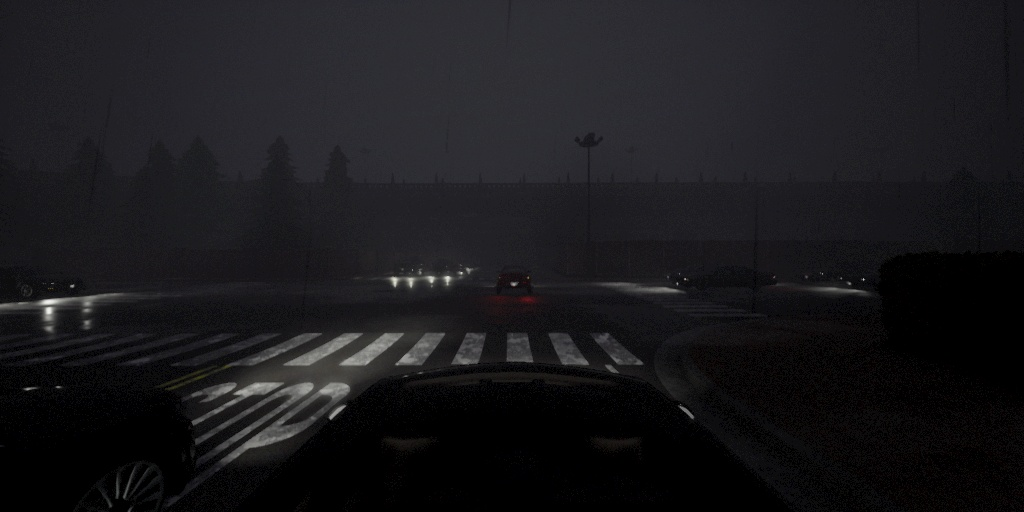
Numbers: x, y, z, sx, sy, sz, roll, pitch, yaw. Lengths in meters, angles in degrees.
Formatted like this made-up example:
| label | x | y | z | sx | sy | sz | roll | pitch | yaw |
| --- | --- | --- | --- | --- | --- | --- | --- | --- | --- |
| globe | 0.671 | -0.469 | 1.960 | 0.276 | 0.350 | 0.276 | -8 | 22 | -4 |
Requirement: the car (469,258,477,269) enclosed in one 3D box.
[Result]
| label | x | y | z | sx | sy | sz | roll | pitch | yaw |
| --- | --- | --- | --- | --- | --- | --- | --- | --- | --- |
| car | -7.047 | 1.272 | 55.842 | 1.994 | 1.385 | 4.181 | 0 | 0 | 1 |

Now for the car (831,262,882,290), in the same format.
| label | x | y | z | sx | sy | sz | roll | pitch | yaw |
| --- | --- | --- | --- | --- | --- | --- | --- | --- | --- |
| car | 22.294 | 1.227 | 20.853 | 5.357 | 1.411 | 2.033 | 0 | 0 | 0 |

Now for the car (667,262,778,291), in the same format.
| label | x | y | z | sx | sy | sz | roll | pitch | yaw |
| --- | --- | --- | --- | --- | --- | --- | --- | --- | --- |
| car | 12.265 | 1.227 | 20.838 | 5.357 | 1.411 | 2.033 | 0 | 0 | 0 |

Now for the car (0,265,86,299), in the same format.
| label | x | y | z | sx | sy | sz | roll | pitch | yaw |
| --- | --- | --- | --- | --- | --- | --- | --- | --- | --- |
| car | -23.365 | 1.188 | 17.041 | 4.892 | 1.490 | 1.837 | 0 | 0 | -1 |

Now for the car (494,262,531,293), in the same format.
| label | x | y | z | sx | sy | sz | roll | pitch | yaw |
| --- | --- | --- | --- | --- | --- | --- | --- | --- | --- |
| car | 0.110 | 1.227 | 20.264 | 1.812 | 1.442 | 4.674 | 0 | 0 | 0 |

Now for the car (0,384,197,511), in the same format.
| label | x | y | z | sx | sy | sz | roll | pitch | yaw |
| --- | --- | --- | --- | --- | --- | --- | --- | --- | --- |
| car | -3.399 | 1.242 | 0.803 | 2.128 | 1.511 | 4.902 | 0 | 0 | 0 |

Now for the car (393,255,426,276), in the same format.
| label | x | y | z | sx | sy | sz | roll | pitch | yaw |
| --- | --- | --- | --- | --- | --- | --- | --- | --- | --- |
| car | -10.590 | 0.944 | 37.482 | 2.150 | 2.045 | 5.566 | 0 | 0 | 0 |

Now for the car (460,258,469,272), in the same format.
| label | x | y | z | sx | sy | sz | roll | pitch | yaw |
| --- | --- | --- | --- | --- | --- | --- | --- | --- | --- |
| car | -7.109 | 1.068 | 46.005 | 2.097 | 1.767 | 4.553 | 0 | 0 | -2 |

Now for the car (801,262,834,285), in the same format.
| label | x | y | z | sx | sy | sz | roll | pitch | yaw |
| --- | --- | --- | --- | --- | --- | --- | --- | --- | --- |
| car | 22.471 | 1.168 | 24.352 | 4.902 | 1.511 | 2.128 | 0 | 0 | 0 |

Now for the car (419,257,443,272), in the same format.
| label | x | y | z | sx | sy | sz | roll | pitch | yaw |
| --- | --- | --- | --- | --- | --- | --- | --- | --- | --- |
| car | -10.588 | 1.067 | 47.144 | 2.097 | 1.767 | 4.553 | 0 | 0 | 0 |

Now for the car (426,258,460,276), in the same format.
| label | x | y | z | sx | sy | sz | roll | pitch | yaw |
| --- | --- | --- | --- | --- | --- | --- | --- | --- | --- |
| car | -7.092 | 1.075 | 37.142 | 2.097 | 1.767 | 4.553 | 0 | 0 | 0 |
